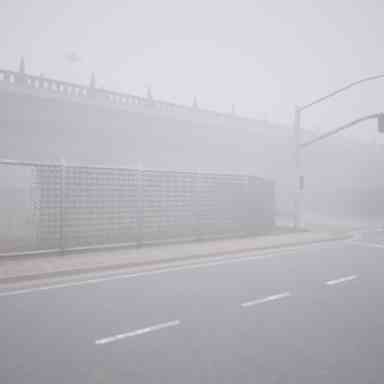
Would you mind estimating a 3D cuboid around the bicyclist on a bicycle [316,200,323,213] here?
[{"bbox_3d":[16.197,1.812,42.207,1.656,1.620,0.582,0,0,-36],"label":"bicyclist on a bicycle"}]

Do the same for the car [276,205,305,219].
[{"bbox_3d":[8.904,1.979,33.524,1.895,1.301,4.718,1,0,-36],"label":"car"}]
